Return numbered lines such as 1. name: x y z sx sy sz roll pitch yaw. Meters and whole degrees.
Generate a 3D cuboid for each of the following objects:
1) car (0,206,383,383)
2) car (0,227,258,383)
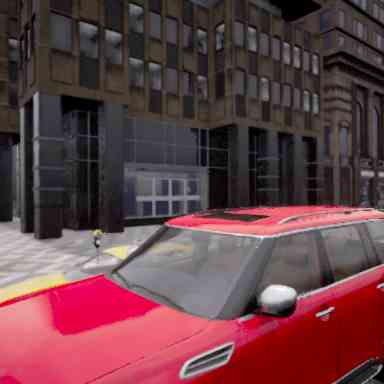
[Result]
1. car: 0.589 1.232 3.722 5.566 2.045 2.150 0 0 -38
2. car: -1.129 1.553 5.881 4.829 1.417 1.752 0 0 -38
